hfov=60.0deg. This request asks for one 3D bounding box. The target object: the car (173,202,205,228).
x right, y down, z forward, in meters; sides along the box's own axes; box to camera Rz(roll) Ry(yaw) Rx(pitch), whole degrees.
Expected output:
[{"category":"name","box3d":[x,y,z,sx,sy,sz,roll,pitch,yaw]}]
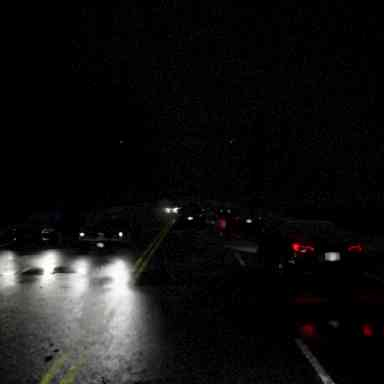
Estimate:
[{"category":"car","box3d":[-0.093,1.652,23.085,1.994,1.385,4.181,0,0,1]}]

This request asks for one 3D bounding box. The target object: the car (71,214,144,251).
[{"category":"car","box3d":[-3.350,1.652,14.440,1.895,1.301,4.718,0,0,0]}]

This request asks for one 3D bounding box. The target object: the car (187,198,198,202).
[{"category":"car","box3d":[0.101,1.867,57.901,2.033,1.411,5.357,0,0,0]}]

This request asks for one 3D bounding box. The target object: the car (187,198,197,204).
[{"category":"car","box3d":[0.005,2.002,74.217,2.033,1.411,5.357,0,-1,0]}]

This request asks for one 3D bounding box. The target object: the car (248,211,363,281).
[{"category":"car","box3d":[3.250,1.539,10.031,2.163,1.488,4.792,0,0,0]}]

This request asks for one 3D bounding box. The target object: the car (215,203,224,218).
[{"category":"car","box3d":[3.252,1.734,32.033,1.895,1.301,4.718,0,0,0]}]

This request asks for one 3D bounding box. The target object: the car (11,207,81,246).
[{"category":"car","box3d":[-6.600,1.535,15.832,1.882,1.535,5.008,0,0,0]}]

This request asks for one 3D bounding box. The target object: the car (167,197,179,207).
[{"category":"car","box3d":[-3.247,1.637,56.335,2.128,1.511,4.902,0,0,0]}]

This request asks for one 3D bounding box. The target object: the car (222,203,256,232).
[{"category":"car","box3d":[3.251,1.642,21.002,1.994,1.385,4.181,0,0,0]}]
